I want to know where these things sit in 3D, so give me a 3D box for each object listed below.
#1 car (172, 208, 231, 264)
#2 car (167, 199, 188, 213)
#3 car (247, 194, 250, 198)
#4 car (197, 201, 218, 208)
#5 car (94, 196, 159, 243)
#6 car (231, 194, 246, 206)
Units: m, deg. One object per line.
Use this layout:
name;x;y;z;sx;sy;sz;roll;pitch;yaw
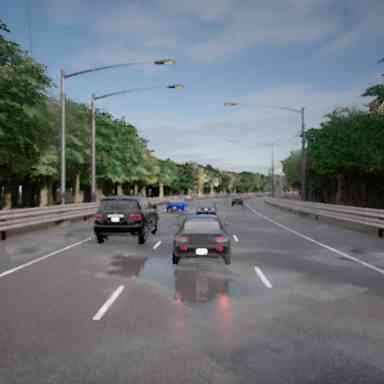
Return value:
car;0.354;1.521;11.748;1.812;1.442;4.674;0;0;2
car;-1.582;1.458;36.914;1.882;1.535;5.008;0;0;5
car;12.901;1.296;85.058;2.097;1.767;4.553;0;0;13
car;1.400;1.535;30.976;2.033;1.411;5.357;0;0;5
car;-3.006;1.211;16.188;2.150;2.045;5.566;0;0;2
car;7.542;1.474;55.431;1.837;1.490;4.892;0;0;8
